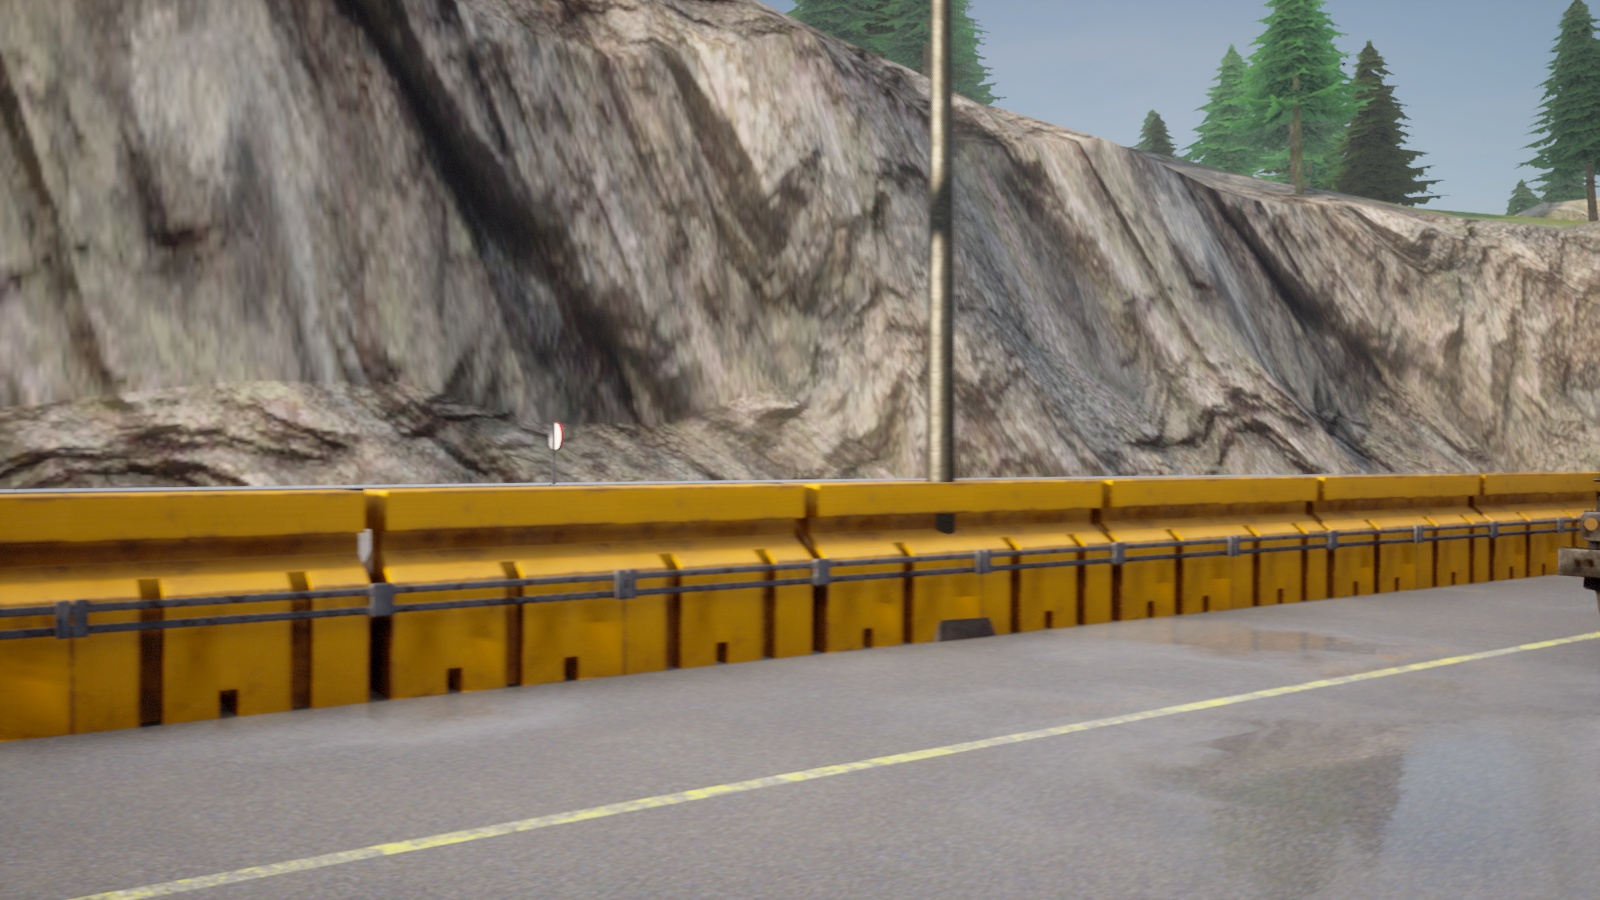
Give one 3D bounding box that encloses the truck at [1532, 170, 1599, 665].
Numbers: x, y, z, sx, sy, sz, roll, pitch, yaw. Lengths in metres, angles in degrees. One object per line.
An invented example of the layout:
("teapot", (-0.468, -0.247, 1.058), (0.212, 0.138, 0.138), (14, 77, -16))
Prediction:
("truck", (9.424, -0.232, 10.229), (7.936, 3.462, 2.891), (0, 0, -35))
